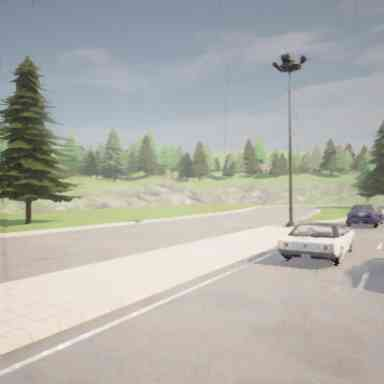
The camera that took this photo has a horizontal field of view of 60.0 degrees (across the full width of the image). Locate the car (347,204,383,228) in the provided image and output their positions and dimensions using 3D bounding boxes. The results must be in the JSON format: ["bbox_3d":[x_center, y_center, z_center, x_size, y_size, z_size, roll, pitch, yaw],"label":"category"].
[{"bbox_3d":[13.331,1.699,25.513,2.097,1.767,4.553,-1,-1,35],"label":"car"}]

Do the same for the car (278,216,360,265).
[{"bbox_3d":[4.859,1.786,12.497,1.895,1.301,4.718,-1,-1,33],"label":"car"}]
